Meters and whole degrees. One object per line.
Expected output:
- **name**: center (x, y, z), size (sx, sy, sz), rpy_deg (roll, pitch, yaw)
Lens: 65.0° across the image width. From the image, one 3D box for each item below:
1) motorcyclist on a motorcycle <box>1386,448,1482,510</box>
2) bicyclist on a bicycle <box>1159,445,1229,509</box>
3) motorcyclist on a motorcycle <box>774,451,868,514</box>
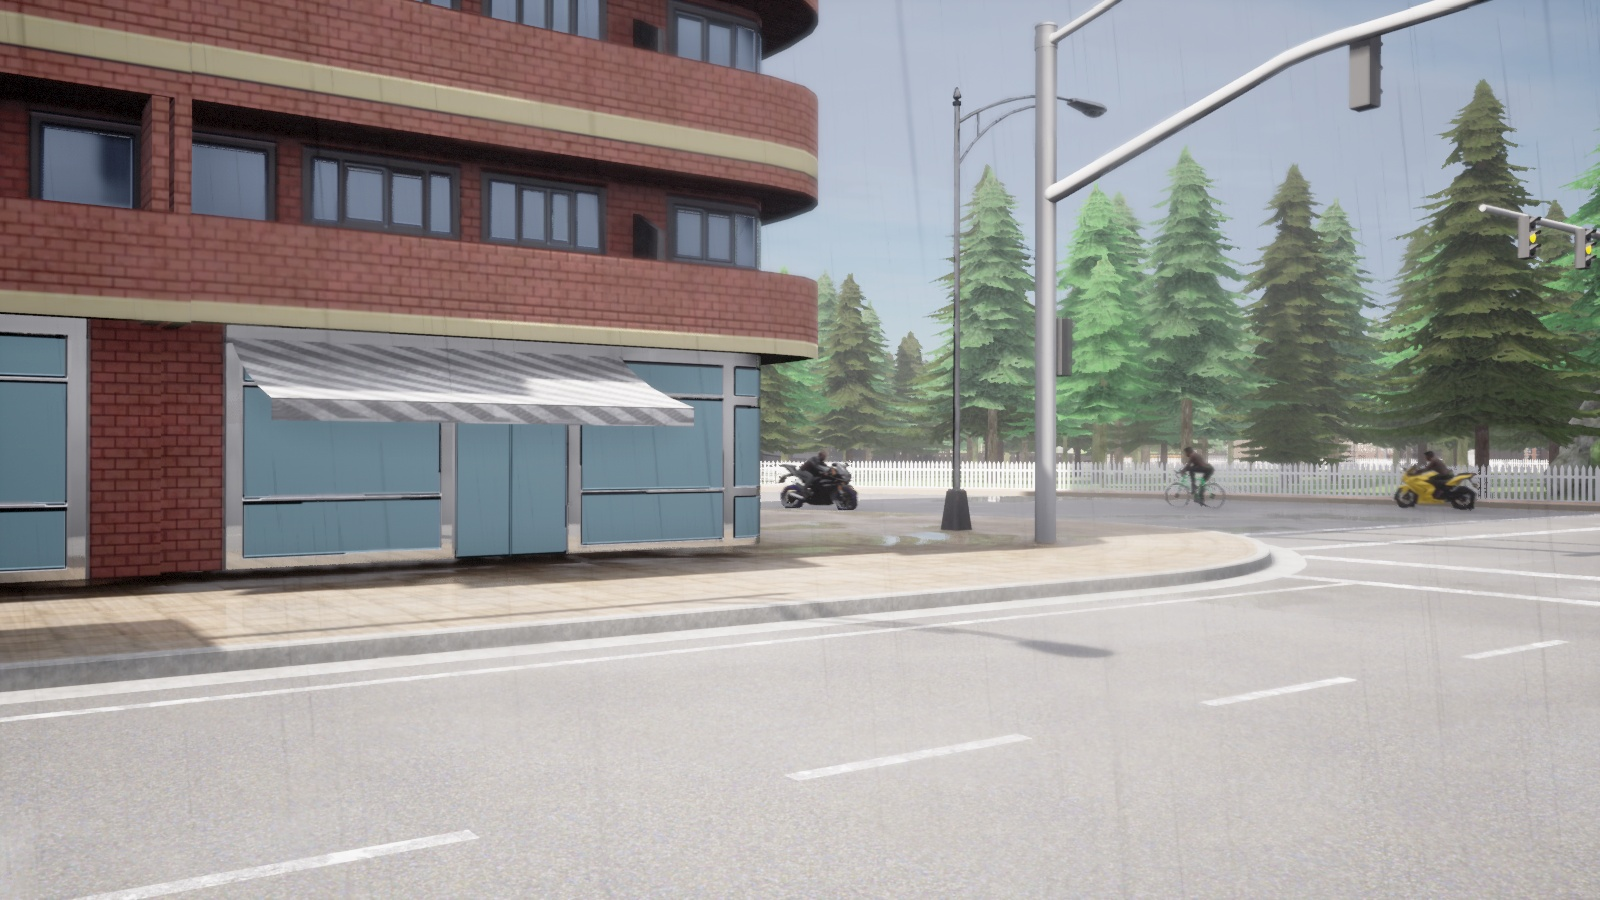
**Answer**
- **motorcyclist on a motorcycle**: center (16.157, 0.716, 32.046), size (0.797, 1.523, 2.044), rpy_deg (-1, 0, -41)
- **bicyclist on a bicycle**: center (10.294, 0.701, 32.851), size (1.656, 1.620, 0.582), rpy_deg (-1, 0, 42)
- **motorcyclist on a motorcycle**: center (0.524, 0.800, 31.477), size (2.191, 1.530, 0.866), rpy_deg (0, 0, 30)
